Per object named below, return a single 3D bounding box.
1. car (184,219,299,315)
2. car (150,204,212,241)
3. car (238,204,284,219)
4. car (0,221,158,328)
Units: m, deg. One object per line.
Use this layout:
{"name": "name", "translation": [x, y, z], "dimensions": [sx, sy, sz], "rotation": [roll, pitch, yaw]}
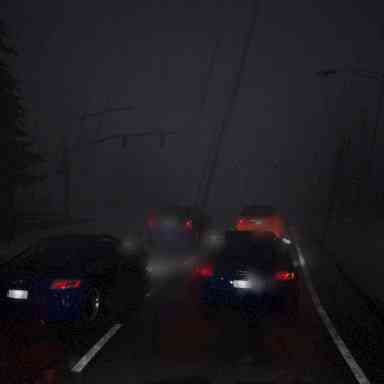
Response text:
{"name": "car", "translation": [1.325, 1.564, 7.708], "dimensions": [1.994, 1.385, 4.181], "rotation": [0, 0, 13]}
{"name": "car", "translation": [-0.393, 1.352, 15.563], "dimensions": [2.097, 1.767, 4.553], "rotation": [0, 0, 14]}
{"name": "car", "translation": [3.352, 1.352, 16.106], "dimensions": [2.097, 1.767, 4.553], "rotation": [0, 0, 14]}
{"name": "car", "translation": [-2.351, 1.564, 7.165], "dimensions": [1.994, 1.385, 4.181], "rotation": [0, 0, 10]}
